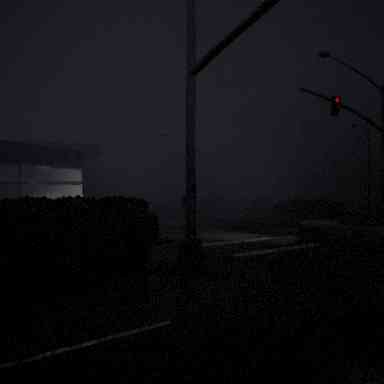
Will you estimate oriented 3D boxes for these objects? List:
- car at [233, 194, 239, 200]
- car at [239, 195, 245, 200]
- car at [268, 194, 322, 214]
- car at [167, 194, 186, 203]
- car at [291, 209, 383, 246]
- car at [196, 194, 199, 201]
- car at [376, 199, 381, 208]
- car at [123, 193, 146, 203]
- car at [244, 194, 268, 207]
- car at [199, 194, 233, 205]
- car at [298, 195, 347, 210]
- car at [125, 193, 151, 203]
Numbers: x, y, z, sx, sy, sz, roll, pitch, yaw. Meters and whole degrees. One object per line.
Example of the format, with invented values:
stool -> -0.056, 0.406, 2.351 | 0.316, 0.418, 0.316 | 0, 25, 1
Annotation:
car -> 9.454, 1.232, 77.931 | 3.806, 1.475, 1.970 | 0, 0, -35
car -> 13.408, 1.154, 72.866 | 5.027, 1.636, 2.152 | 0, 0, -35
car -> 10.200, 1.330, 32.534 | 5.027, 1.636, 2.152 | 0, 0, -35
car -> -2.620, 1.097, 65.441 | 4.605, 1.855, 1.932 | 0, 0, -35
car -> 7.011, 1.601, 14.365 | 4.718, 1.301, 1.895 | 0, 0, 32
car -> 1.581, 1.298, 76.875 | 4.514, 1.523, 2.007 | 0, 0, -35
car -> 25.558, 1.384, 43.145 | 3.806, 1.475, 1.970 | 0, 0, -35
car -> -10.947, 1.077, 63.607 | 3.866, 1.878, 1.905 | 0, 0, -35
car -> 9.669, 1.320, 46.639 | 3.633, 1.501, 1.845 | 0, 0, -35
car -> 3.959, 1.298, 54.839 | 4.514, 1.523, 2.007 | 0, 0, -35
car -> 12.047, 1.340, 29.998 | 4.514, 1.523, 2.007 | 0, 0, -35
car -> -9.536, 1.361, 60.535 | 3.806, 1.475, 1.970 | 0, 0, -35
